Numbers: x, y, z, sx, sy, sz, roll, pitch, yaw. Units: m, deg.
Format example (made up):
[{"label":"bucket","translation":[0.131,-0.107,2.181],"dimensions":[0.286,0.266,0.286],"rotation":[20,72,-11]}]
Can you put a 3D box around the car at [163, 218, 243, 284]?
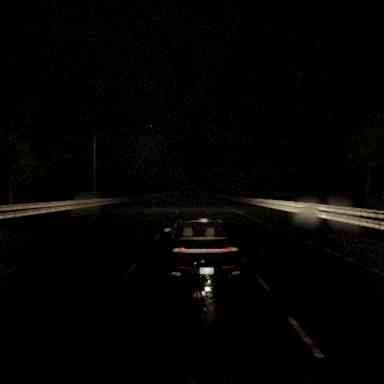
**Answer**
[{"label":"car","translation":[0.209,1.491,9.650],"dimensions":[2.128,1.511,4.902],"rotation":[0,0,-3]}]
